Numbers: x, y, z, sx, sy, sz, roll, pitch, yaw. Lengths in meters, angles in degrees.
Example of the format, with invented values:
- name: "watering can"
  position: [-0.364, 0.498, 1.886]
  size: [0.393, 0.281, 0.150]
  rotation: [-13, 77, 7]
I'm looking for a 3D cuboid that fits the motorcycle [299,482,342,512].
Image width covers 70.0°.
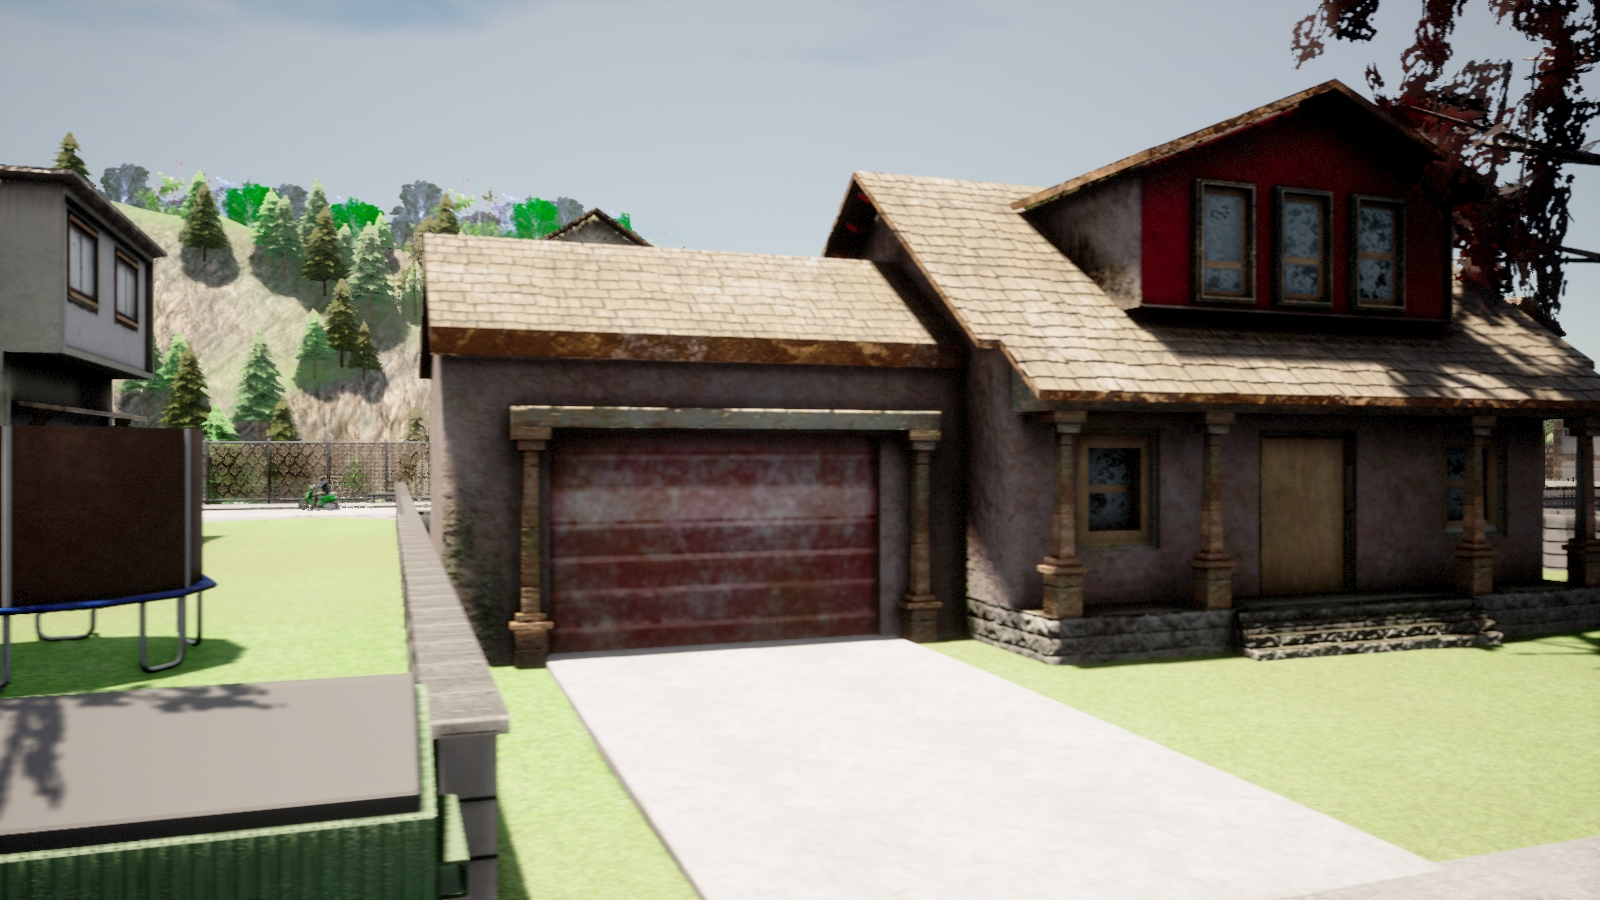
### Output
- name: "motorcycle"
  position: [-22.131, 2.142, 52.734]
  size: [1.805, 1.316, 0.856]
  rotation: [0, 0, -20]
